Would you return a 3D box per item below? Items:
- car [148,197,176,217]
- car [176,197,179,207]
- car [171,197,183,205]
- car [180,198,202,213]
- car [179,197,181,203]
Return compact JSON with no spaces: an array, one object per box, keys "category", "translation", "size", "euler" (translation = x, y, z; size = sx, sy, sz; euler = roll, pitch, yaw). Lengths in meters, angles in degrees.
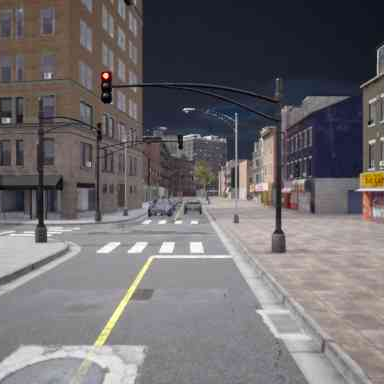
[{"category":"car","translation":[-2.880,1.358,31.197],"size":[2.097,1.767,4.553],"euler":[0,0,0]},{"category":"car","translation":[-2.888,1.514,40.382],"size":[1.837,1.490,4.892],"euler":[0,0,0]},{"category":"car","translation":[-2.857,1.587,62.568],"size":[1.994,1.385,4.181],"euler":[0,0,0]},{"category":"car","translation":[0.082,1.499,36.840],"size":[2.128,1.511,4.902],"euler":[0,0,0]},{"category":"car","translation":[-2.893,1.519,50.331],"size":[1.837,1.490,4.892],"euler":[0,0,0]}]
